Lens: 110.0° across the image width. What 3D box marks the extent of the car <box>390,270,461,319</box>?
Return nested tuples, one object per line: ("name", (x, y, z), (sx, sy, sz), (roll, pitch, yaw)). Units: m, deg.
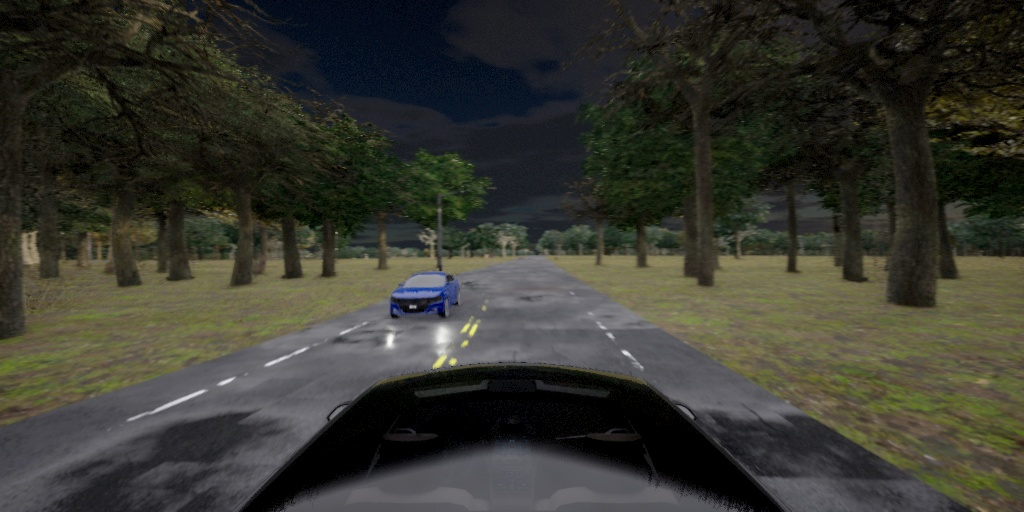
("car", (-3.165, 1.353, 13.859), (1.882, 1.535, 5.008), (-1, 0, -1))
